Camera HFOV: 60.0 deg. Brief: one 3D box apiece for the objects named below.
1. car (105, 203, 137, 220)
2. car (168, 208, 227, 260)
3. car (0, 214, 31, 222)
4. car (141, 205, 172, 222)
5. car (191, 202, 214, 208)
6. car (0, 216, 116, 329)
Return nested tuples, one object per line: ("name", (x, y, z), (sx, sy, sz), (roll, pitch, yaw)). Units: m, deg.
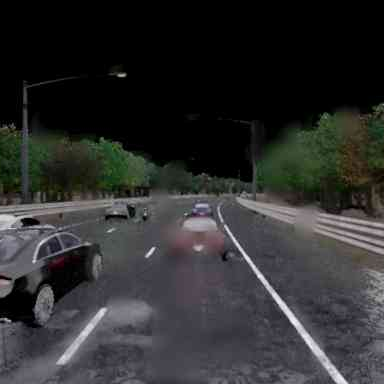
("car", (-6.100, 1.645, 28.940), (1.994, 1.385, 4.181), (0, 0, 3))
("car", (0.289, 1.564, 12.513), (1.812, 1.442, 4.674), (0, 0, 1))
("car", (-6.713, 1.558, 12.438), (1.812, 1.442, 4.674), (0, 0, 1))
("car", (-2.708, 1.679, 26.775), (1.895, 1.301, 4.718), (0, 0, 3))
("car", (0.922, 1.613, 29.218), (1.812, 1.442, 4.674), (0, 0, 3))
("car", (-3.338, 1.512, 6.987), (2.128, 1.511, 4.902), (0, 0, 1))
